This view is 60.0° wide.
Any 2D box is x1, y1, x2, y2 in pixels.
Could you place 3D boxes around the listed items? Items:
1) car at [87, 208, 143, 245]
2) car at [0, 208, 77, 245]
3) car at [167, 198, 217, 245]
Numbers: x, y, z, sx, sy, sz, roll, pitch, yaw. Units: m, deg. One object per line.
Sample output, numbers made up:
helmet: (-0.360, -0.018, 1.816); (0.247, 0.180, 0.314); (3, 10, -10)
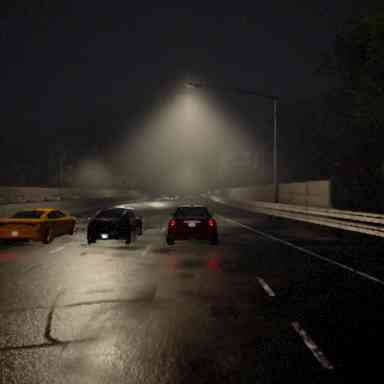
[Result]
car: (-3.495, 1.515, 15.711); (1.837, 1.490, 4.892); (0, 0, 0)
car: (-6.994, 1.487, 15.611); (1.882, 1.535, 5.008); (0, 0, 0)
car: (0.006, 1.360, 15.774); (2.097, 1.767, 4.553); (0, 0, 0)
